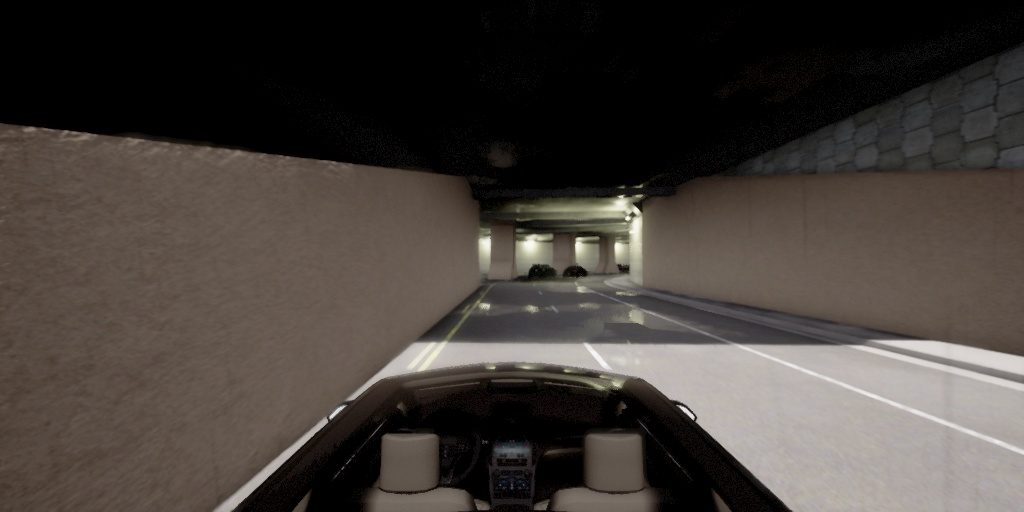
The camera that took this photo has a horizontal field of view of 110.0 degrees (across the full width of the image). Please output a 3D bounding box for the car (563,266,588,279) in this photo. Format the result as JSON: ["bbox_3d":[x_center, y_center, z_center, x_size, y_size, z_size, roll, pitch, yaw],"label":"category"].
[{"bbox_3d":[7.357,1.832,41.461,1.812,1.442,4.674,-1,-1,28],"label":"car"}]

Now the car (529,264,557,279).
[{"bbox_3d":[3.655,1.664,41.907,2.097,1.767,4.553,0,-1,26],"label":"car"}]
